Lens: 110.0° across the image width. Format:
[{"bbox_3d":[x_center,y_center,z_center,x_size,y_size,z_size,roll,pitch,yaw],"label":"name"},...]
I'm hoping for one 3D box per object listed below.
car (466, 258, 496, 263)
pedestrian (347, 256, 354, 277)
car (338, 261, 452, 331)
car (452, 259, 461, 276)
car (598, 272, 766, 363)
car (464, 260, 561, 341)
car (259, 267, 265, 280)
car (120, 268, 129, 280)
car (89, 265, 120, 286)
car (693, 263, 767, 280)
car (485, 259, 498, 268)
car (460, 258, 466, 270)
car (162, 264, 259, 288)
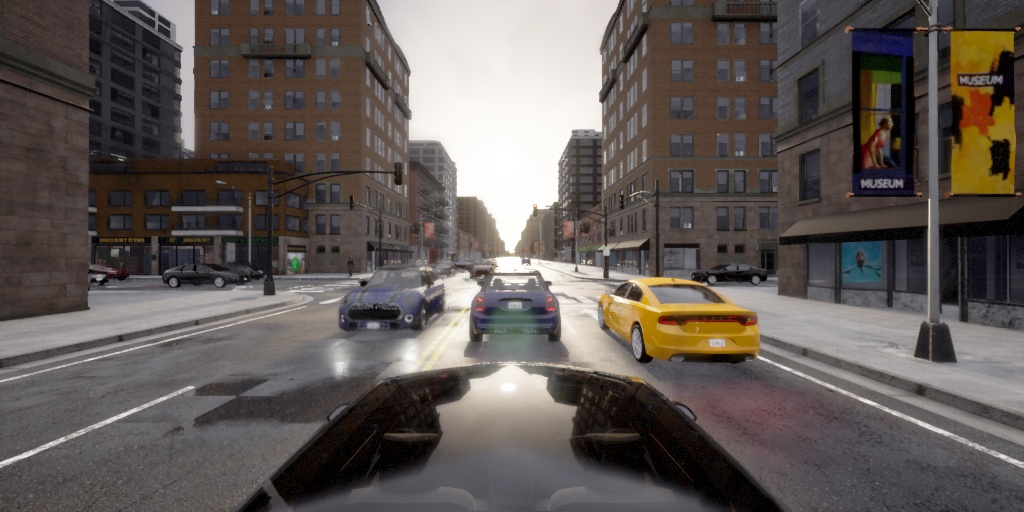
[{"bbox_3d":[-2.805,1.105,32.584,2.097,1.767,4.553,0,0,-9],"label":"car"},{"bbox_3d":[-14.189,0.920,31.491,0.375,1.860,0.375,0,0,0],"label":"pedestrian"},{"bbox_3d":[-3.364,1.102,10.932,2.097,1.767,4.553,0,0,0],"label":"car"},{"bbox_3d":[-6.654,1.241,34.897,2.128,1.511,4.902,0,0,0],"label":"car"},{"bbox_3d":[3.315,1.228,8.175,1.882,1.535,5.008,0,0,1],"label":"car"},{"bbox_3d":[0.077,1.102,9.977,2.097,1.767,4.553,0,0,0],"label":"car"},{"bbox_3d":[-22.167,1.330,28.642,4.313,1.339,1.948,0,0,0],"label":"car"},{"bbox_3d":[-33.189,1.344,28.681,4.207,1.307,1.802,0,0,0],"label":"car"},{"bbox_3d":[-29.105,1.233,23.181,4.902,1.511,2.128,0,0,0],"label":"car"},{"bbox_3d":[15.844,1.268,26.327,5.008,1.535,1.882,0,0,1],"label":"car"},{"bbox_3d":[-3.421,1.220,61.575,1.882,1.535,5.008,0,0,0],"label":"car"},{"bbox_3d":[-6.671,1.101,48.270,2.097,1.767,4.553,0,0,0],"label":"car"},{"bbox_3d":[-19.617,1.249,23.148,4.892,1.490,1.837,0,0,0],"label":"car"}]
